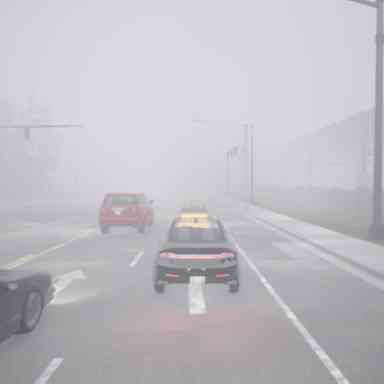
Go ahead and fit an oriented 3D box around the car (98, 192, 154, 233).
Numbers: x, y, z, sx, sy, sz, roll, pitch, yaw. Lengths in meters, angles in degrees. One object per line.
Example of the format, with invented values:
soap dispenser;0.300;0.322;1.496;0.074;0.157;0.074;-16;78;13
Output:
car;-3.398;1.004;18.050;2.150;2.045;5.566;0;1;0

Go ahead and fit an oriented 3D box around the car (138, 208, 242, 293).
car;0.100;1.404;8.644;2.128;1.511;4.902;0;1;0

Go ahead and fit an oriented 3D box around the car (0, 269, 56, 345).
car;-3.402;1.515;3.558;2.033;1.411;5.357;0;1;1

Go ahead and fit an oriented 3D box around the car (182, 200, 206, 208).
car;0.102;1.236;18.471;1.801;1.575;5.366;0;1;0
